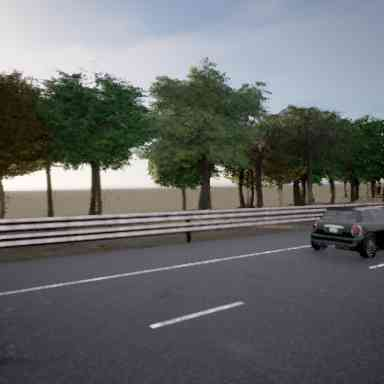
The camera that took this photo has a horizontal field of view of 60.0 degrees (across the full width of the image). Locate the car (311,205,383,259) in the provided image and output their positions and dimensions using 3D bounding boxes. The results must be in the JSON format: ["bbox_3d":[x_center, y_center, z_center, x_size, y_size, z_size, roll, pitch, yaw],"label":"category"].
[{"bbox_3d":[6.644,1.331,12.782,4.553,1.767,2.097,0,0,-35],"label":"car"}]
